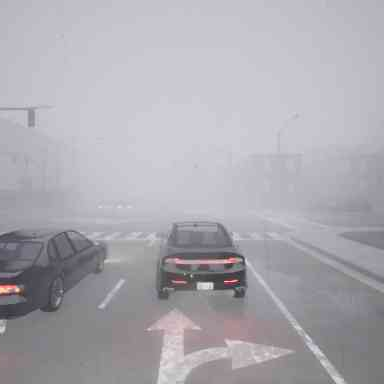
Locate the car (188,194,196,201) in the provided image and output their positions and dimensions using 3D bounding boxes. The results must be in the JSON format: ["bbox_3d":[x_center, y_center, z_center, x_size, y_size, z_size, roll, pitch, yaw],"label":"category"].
[{"bbox_3d":[-0.029,1.500,82.458,1.837,1.490,4.892,0,0,0],"label":"car"}]

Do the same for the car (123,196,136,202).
[{"bbox_3d":[-14.027,1.540,74.817,2.033,1.411,5.357,0,0,0],"label":"car"}]

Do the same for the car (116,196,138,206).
[{"bbox_3d":[-10.621,1.478,54.872,1.882,1.535,5.008,0,0,0],"label":"car"}]

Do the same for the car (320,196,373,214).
[{"bbox_3d":[16.528,1.352,35.209,4.553,1.767,2.097,0,0,0],"label":"car"}]

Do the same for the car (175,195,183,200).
[{"bbox_3d":[-3.533,1.524,92.864,1.812,1.442,4.674,0,0,0],"label":"car"}]

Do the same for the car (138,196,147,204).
[{"bbox_3d":[-10.562,1.478,64.448,1.882,1.535,5.008,0,0,1],"label":"car"}]

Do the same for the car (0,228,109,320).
[{"bbox_3d":[-3.434,1.547,7.639,2.033,1.411,5.357,0,0,0],"label":"car"}]

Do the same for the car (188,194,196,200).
[{"bbox_3d":[-0.033,1.355,92.849,2.097,1.767,4.553,0,0,0],"label":"car"}]

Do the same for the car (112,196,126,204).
[{"bbox_3d":[-14.058,1.526,64.280,1.812,1.442,4.674,0,0,1],"label":"car"}]

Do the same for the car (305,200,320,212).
[{"bbox_3d":[15.698,1.491,38.710,4.902,1.511,2.128,0,0,0],"label":"car"}]

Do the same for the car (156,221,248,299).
[{"bbox_3d":[0.112,1.492,8.445,2.128,1.511,4.902,0,0,-3],"label":"car"}]

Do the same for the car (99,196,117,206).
[{"bbox_3d":[-14.105,1.564,55.582,1.994,1.385,4.181,0,0,0],"label":"car"}]

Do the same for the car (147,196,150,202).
[{"bbox_3d":[-10.526,1.552,74.154,1.994,1.385,4.181,0,0,0],"label":"car"}]
